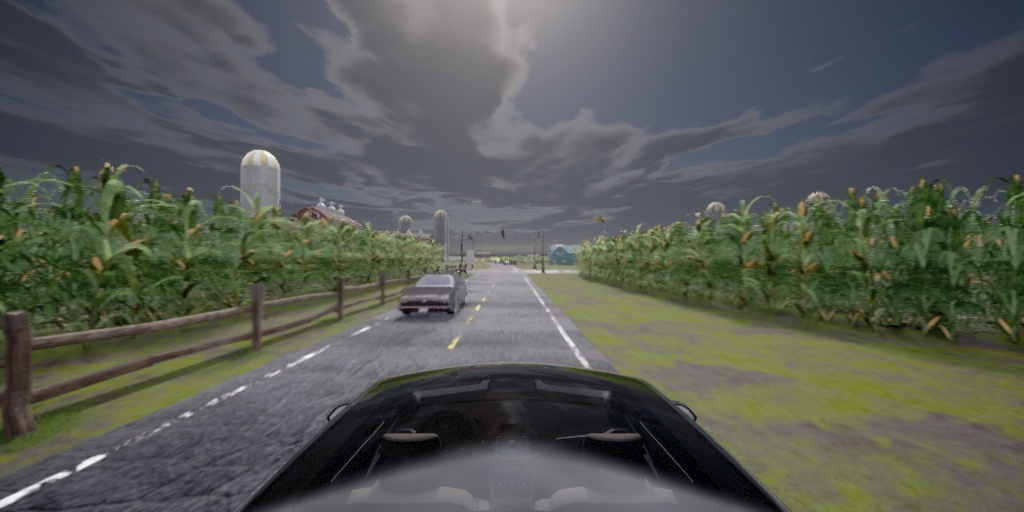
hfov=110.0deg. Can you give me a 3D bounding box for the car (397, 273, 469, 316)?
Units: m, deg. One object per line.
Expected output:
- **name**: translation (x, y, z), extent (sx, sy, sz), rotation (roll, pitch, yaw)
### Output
- **car**: translation (-2.848, 1.388, 14.210), extent (2.033, 1.411, 5.357), rotation (0, 0, 0)
